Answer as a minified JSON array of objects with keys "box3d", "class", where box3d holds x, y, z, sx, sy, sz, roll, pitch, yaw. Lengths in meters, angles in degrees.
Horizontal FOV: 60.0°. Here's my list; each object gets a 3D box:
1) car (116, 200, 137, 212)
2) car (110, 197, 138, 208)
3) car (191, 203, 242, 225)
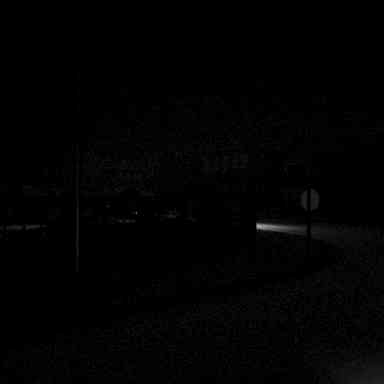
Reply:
[{"box3d":[-7.786,1.525,38.506,1.812,1.442,4.674,0,0,-35],"class":"car"},{"box3d":[-10.083,1.547,48.961,2.033,1.411,5.357,0,0,-37],"class":"car"},{"box3d":[2.081,1.547,24.650,2.033,1.411,5.357,0,0,-35],"class":"car"}]
